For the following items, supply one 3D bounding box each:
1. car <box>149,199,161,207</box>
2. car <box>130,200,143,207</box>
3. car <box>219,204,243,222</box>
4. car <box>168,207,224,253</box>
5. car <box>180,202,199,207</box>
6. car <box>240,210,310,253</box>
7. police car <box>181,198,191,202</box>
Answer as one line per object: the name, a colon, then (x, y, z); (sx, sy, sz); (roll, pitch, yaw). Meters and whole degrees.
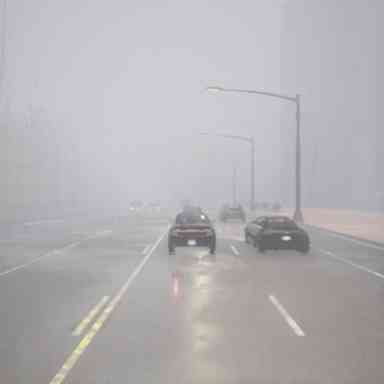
car: (-7.011, 2.121, 63.286); (1.812, 1.442, 4.674); (0, -1, 0)
car: (-10.511, 2.160, 63.353); (1.994, 1.385, 4.181); (0, -1, 0)
car: (3.499, 1.768, 29.295); (2.128, 1.511, 4.902); (0, 0, 0)
car: (0.002, 1.628, 14.294); (2.128, 1.511, 4.902); (0, 0, 0)
car: (0.001, 1.840, 29.314); (1.994, 1.385, 4.181); (0, 0, 0)
car: (3.501, 1.700, 14.319); (1.994, 1.385, 4.181); (0, 0, 0)
police car: (-1.233, 2.019, 63.183); (1.930, 1.638, 5.238); (0, -1, 0)
